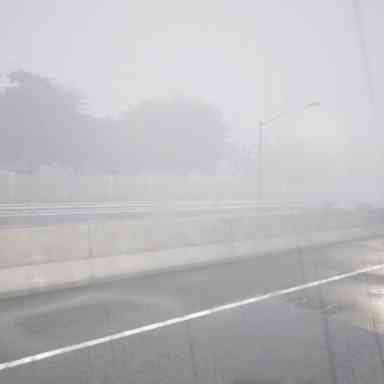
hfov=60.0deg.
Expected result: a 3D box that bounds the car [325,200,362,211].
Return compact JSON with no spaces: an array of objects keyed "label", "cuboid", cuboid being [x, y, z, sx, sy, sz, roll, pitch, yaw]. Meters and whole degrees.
[{"label":"car","cuboid":[15.610,1.539,32.174,5.357,1.411,2.033,0,0,-35]}]

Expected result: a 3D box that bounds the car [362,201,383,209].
[{"label":"car","cuboid":[17.598,1.539,29.293,5.357,1.411,2.033,0,0,-35]}]

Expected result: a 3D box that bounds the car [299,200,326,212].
[{"label":"car","cuboid":[13.627,1.539,35.057,5.357,1.411,2.033,0,0,-35]}]
